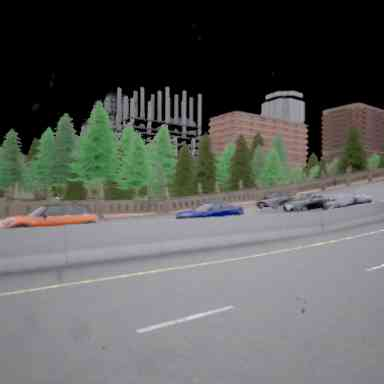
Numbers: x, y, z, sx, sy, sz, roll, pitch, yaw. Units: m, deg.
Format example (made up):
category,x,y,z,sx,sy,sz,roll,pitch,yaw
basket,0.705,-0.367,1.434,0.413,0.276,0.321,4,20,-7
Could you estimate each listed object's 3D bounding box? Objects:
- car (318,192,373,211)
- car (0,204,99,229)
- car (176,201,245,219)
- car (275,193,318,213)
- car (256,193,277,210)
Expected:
category,x,y,z,sx,sy,sz,roll,pitch,yaw
car,11.950,0.730,25.237,4.674,1.442,1.812,-5,3,-35
car,-6.901,1.388,16.239,4.553,1.767,2.097,0,0,-35
car,1.270,1.424,22.047,5.008,1.535,1.882,-2,1,-35
car,9.718,0.905,28.012,4.902,1.511,2.128,-5,3,-35
car,7.919,0.765,30.960,4.181,1.385,1.994,-5,3,-35
